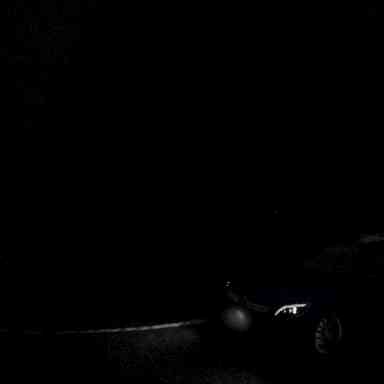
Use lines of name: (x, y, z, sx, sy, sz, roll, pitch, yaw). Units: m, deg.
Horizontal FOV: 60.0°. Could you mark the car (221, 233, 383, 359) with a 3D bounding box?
car: (2.721, 1.528, 6.030, 4.674, 1.442, 1.812, 0, 0, -30)
